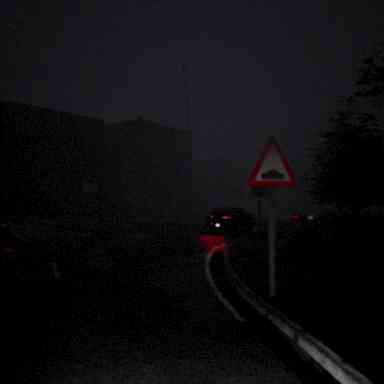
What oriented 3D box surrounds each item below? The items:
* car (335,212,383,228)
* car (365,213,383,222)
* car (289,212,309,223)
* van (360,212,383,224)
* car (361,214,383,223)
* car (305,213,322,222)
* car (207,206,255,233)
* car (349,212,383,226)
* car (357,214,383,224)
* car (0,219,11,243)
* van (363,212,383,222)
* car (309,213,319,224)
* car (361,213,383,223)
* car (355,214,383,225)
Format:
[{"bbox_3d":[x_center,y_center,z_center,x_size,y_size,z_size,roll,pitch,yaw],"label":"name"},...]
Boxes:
[{"bbox_3d":[16.600,2.903,33.893,4.892,1.521,2.231,0,-4,32],"label":"car"},{"bbox_3d":[38.447,5.260,68.889,4.553,1.767,2.185,0,-3,32],"label":"car"},{"bbox_3d":[15.788,3.812,49.195,1.837,1.490,4.892,0,-4,32],"label":"car"},{"bbox_3d":[32.702,4.580,59.506,4.442,1.987,1.878,0,-3,32],"label":"van"},{"bbox_3d":[35.503,5.107,64.231,4.892,1.521,2.231,0,-3,32],"label":"car"},{"bbox_3d":[21.088,4.455,57.701,1.812,1.442,4.674,0,-4,32],"label":"car"},{"bbox_3d":[2.491,1.649,20.430,1.837,1.490,4.892,0,-2,26],"label":"car"},{"bbox_3d":[25.302,3.868,47.905,4.553,1.767,2.185,0,-4,32],"label":"car"},{"bbox_3d":[31.169,4.678,57.207,4.792,1.488,2.163,0,-3,32],"label":"car"},{"bbox_3d":[-9.968,1.604,15.471,1.994,1.385,4.181,0,0,-42],"label":"car"},{"bbox_3d":[36.871,5.025,66.638,4.442,1.987,1.878,0,-3,32],"label":"van"},{"bbox_3d":[18.548,3.769,47.479,1.882,1.535,5.008,0,-4,32],"label":"car"},{"bbox_3d":[34.097,4.841,62.024,4.553,1.767,2.185,0,-3,32],"label":"car"},{"bbox_3d":[29.665,4.522,54.906,4.792,1.488,2.163,0,-3,32],"label":"car"}]
